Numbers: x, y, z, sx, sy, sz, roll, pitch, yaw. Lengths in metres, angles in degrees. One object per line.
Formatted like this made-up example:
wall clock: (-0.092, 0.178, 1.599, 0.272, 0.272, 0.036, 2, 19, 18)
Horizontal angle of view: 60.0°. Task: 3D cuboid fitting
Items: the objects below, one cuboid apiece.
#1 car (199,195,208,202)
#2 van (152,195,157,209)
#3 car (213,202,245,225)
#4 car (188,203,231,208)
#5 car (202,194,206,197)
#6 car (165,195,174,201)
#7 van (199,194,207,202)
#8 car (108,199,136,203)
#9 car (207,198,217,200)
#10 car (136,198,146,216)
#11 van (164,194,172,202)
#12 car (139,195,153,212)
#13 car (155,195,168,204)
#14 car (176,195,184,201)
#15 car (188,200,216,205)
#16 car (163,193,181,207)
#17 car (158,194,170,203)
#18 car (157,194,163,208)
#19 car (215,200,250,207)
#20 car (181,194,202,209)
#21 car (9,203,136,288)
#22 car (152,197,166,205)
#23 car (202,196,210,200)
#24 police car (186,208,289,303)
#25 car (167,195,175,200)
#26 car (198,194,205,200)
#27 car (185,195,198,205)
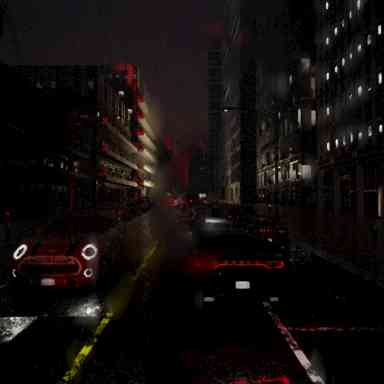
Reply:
car: (2.580, 1.454, 74.869, 1.967, 1.590, 4.097, 1, 0, 0)
van: (-5.741, 1.352, 41.490, 1.690, 1.788, 3.998, 1, 0, 0)
car: (2.662, 1.553, 24.937, 1.887, 1.381, 4.507, 1, 0, 0)
car: (0.849, 1.533, 18.317, 1.812, 1.442, 4.674, 0, 0, 0)
car: (2.616, 1.537, 52.847, 1.752, 1.417, 4.829, 1, 0, 0)
car: (-5.787, 1.538, 85.693, 1.752, 1.417, 4.829, 1, 0, 0)
van: (2.573, 1.355, 80.417, 1.690, 1.788, 3.998, 1, 0, 0)
car: (-5.716, 1.449, 24.848, 1.967, 1.590, 4.097, 1, 0, 0)
car: (2.653, 1.554, 30.486, 1.887, 1.381, 4.507, 1, 0, 0)
car: (-5.727, 1.554, 30.396, 1.887, 1.381, 4.507, 1, 0, 0)
van: (-5.781, 1.355, 80.316, 1.690, 1.788, 3.998, 1, 0, 0)
car: (-5.734, 1.450, 35.943, 1.967, 1.590, 4.097, 1, 0, 0)
car: (-5.781, 1.454, 63.676, 1.967, 1.590, 4.097, 1, 0, 0)
car: (-3.152, 1.505, 90.145, 2.128, 1.511, 4.902, 0, 0, 0)
car: (0.807, 1.535, 24.315, 1.812, 1.442, 4.674, 0, 0, 0)
car: (-3.181, 1.363, 51.760, 2.097, 1.767, 4.553, 0, 0, 0)
car: (-5.791, 1.329, 69.223, 2.192, 1.841, 5.009, 1, 0, 0)
car: (-5.751, 1.327, 47.036, 2.192, 1.841, 5.009, 1, 0, 0)
car: (2.673, 1.447, 19.389, 1.967, 1.590, 4.097, 1, 0, 0)
car: (-0.064, 1.233, 45.515, 2.150, 2.045, 5.566, 0, 0, 0)
car: (-3.117, 1.355, 9.430, 2.097, 1.767, 4.553, 0, 0, 0)
car: (-5.773, 1.564, 58.129, 2.008, 1.369, 4.403, 1, 0, 0)
car: (2.634, 1.562, 41.581, 2.008, 1.369, 4.403, 1, 0, 0)
police car: (0.885, 1.428, 8.425, 1.930, 1.638, 5.238, 0, 0, 0)
car: (-5.797, 1.594, 91.409, 1.802, 1.307, 4.206, 1, 0, 0)
car: (2.553, 1.452, 91.513, 1.967, 1.590, 4.097, 1, 0, 0)
car: (-0.099, 1.365, 58.893, 2.097, 1.767, 4.553, 0, 0, 0)
